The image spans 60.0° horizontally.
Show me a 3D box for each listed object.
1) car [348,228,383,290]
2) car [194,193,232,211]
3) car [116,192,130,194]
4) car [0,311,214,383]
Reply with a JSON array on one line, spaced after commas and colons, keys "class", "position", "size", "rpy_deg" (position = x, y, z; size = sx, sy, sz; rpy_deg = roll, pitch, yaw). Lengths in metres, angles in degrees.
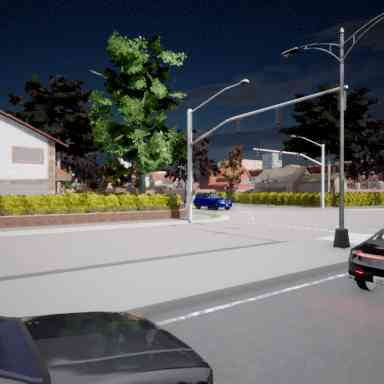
[{"class": "car", "position": [5.592, 1.474, 7.733], "size": [4.902, 1.511, 2.128], "rpy_deg": [0, 0, -35]}, {"class": "car", "position": [2.434, 1.120, 40.407], "size": [2.150, 2.045, 5.566], "rpy_deg": [0, 0, -36]}, {"class": "car", "position": [-12.471, 1.064, 61.116], "size": [2.150, 2.045, 5.566], "rpy_deg": [0, 0, -35]}, {"class": "car", "position": [-2.342, 1.543, 2.073], "size": [5.357, 1.411, 2.033], "rpy_deg": [0, 0, -36]}]
